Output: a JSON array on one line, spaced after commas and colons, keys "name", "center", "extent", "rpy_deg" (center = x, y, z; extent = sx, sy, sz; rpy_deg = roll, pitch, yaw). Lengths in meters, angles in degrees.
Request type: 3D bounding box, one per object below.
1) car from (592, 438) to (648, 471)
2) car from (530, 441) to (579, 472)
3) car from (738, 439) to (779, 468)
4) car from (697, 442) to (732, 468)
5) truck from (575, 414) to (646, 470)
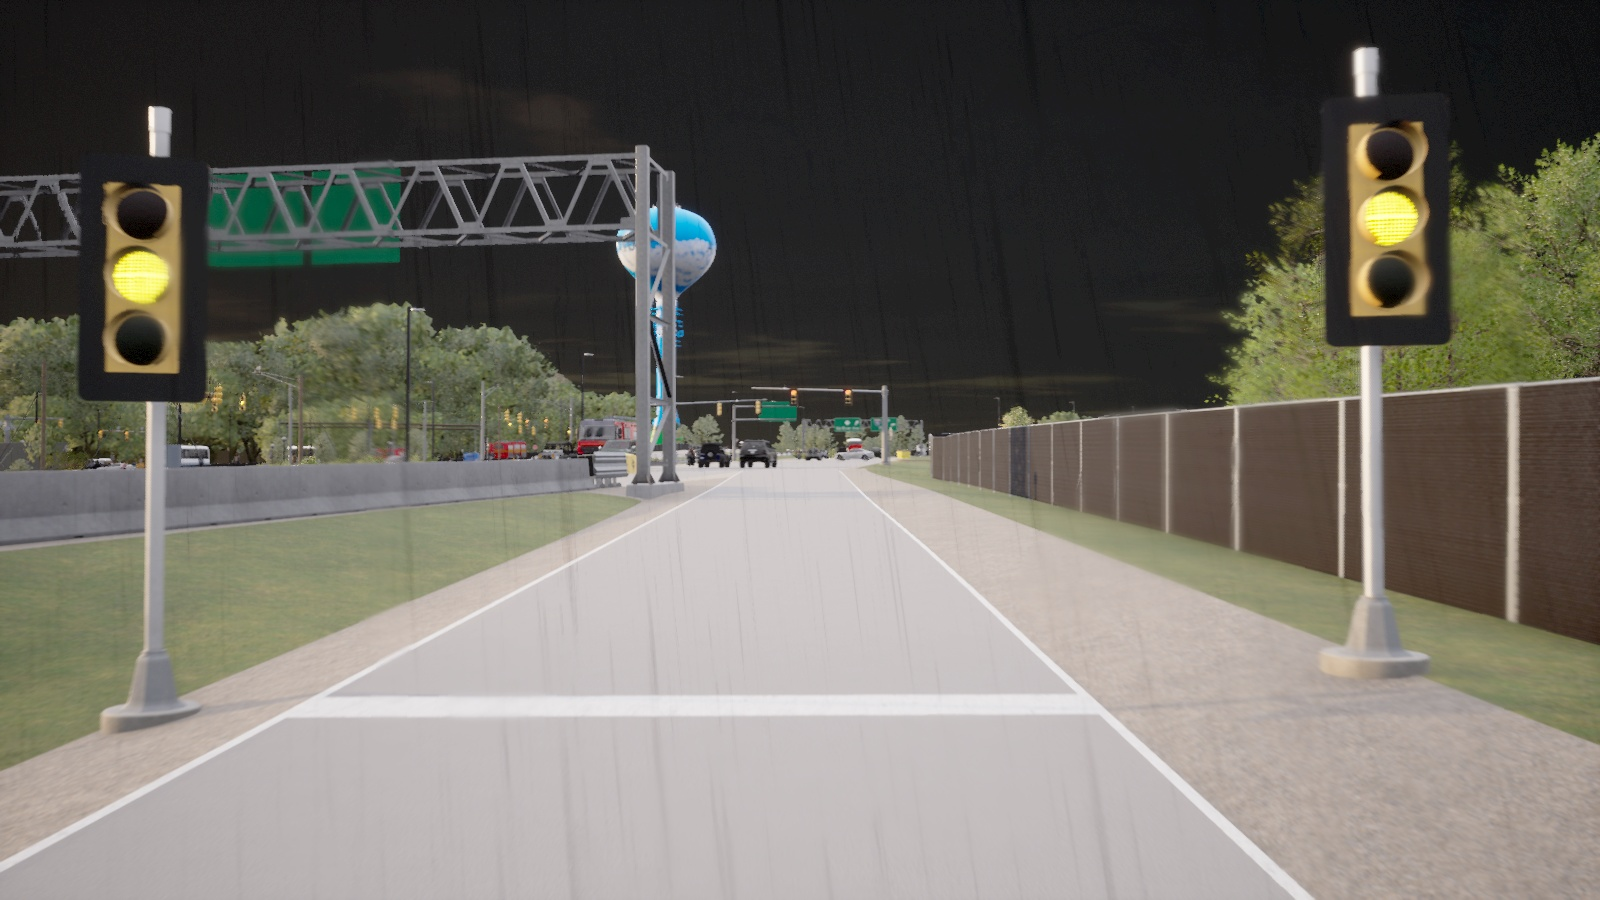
[{"name": "car", "center": [-11.580, 0.309, 81.099], "extent": [2.150, 2.045, 5.566], "rpy_deg": [0, 0, 7]}, {"name": "car", "center": [-15.392, 0.393, 78.948], "extent": [1.905, 1.878, 3.866], "rpy_deg": [0, 0, 7]}, {"name": "car", "center": [-3.004, 0.302, 92.657], "extent": [2.150, 2.045, 5.566], "rpy_deg": [0, -1, 8]}, {"name": "car", "center": [-6.357, 0.394, 93.996], "extent": [1.905, 1.878, 3.866], "rpy_deg": [0, 0, 7]}, {"name": "truck", "center": [-13.721, -0.547, 91.707], "extent": [2.891, 3.827, 8.468], "rpy_deg": [0, 0, 7]}]
